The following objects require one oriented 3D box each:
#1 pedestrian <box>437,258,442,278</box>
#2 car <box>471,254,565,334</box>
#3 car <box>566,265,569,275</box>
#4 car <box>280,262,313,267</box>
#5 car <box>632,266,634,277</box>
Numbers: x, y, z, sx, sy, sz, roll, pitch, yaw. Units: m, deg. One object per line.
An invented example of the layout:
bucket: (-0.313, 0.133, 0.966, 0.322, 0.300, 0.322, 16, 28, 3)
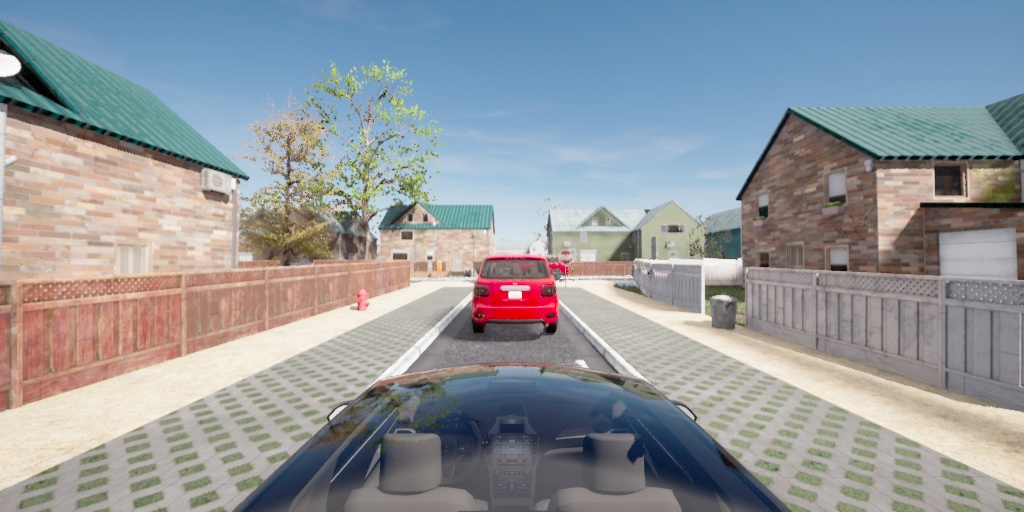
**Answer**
pedestrian: (-6.780, 1.085, 33.414, 0.375, 1.860, 0.375, 0, -1, 1)
car: (0.076, 0.965, 10.743, 2.150, 2.045, 5.566, 0, 0, 0)
car: (2.036, 1.016, 30.403, 5.566, 2.045, 2.150, 0, -1, 1)
car: (-15.723, 1.247, 27.645, 4.553, 1.767, 2.097, -1, -1, 1)
car: (11.782, 1.111, 27.346, 5.008, 1.535, 1.882, 0, -1, 1)
